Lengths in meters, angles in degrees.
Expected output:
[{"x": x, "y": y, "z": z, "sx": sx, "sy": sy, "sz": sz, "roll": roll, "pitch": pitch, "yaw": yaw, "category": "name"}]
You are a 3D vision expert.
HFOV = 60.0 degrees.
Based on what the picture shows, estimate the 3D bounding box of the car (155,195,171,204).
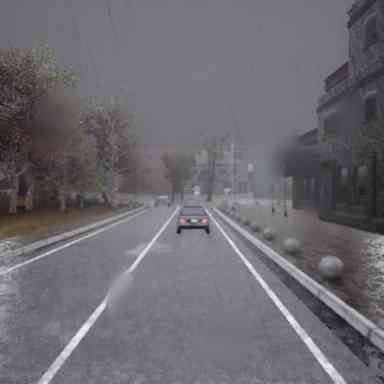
[{"x": -3.559, "y": 1.057, "z": 41.386, "sx": 1.812, "sy": 1.442, "sz": 4.674, "roll": 0, "pitch": 1, "yaw": 0, "category": "car"}]

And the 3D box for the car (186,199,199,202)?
[{"x": 0.051, "y": 1.474, "z": 35.671, "sx": 2.033, "sy": 1.411, "sz": 5.357, "roll": 0, "pitch": 0, "yaw": 0, "category": "car"}]

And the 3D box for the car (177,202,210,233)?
[{"x": 0.074, "y": 1.531, "z": 19.574, "sx": 2.033, "sy": 1.411, "sz": 5.357, "roll": 0, "pitch": 0, "yaw": 0, "category": "car"}]
